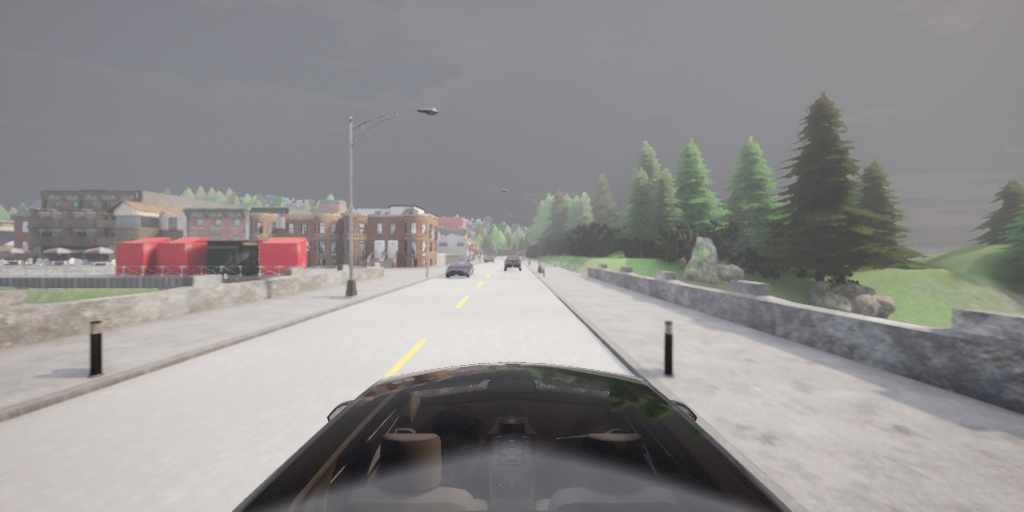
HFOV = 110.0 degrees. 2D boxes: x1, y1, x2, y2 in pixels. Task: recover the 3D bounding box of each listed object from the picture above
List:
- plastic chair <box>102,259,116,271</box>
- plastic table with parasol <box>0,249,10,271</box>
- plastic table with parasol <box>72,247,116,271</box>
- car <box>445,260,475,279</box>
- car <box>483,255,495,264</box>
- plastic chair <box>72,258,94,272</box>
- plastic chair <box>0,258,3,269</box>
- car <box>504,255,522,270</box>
[{"bbox_3d":[-41.213,0.938,36.939,0.730,1.272,0.750,0,0,0],"label":"plastic chair"},{"bbox_3d":[-52.624,0.350,35.252,2.482,2.480,2.482,0,0,0],"label":"plastic table with parasol"},{"bbox_3d":[-42.413,0.333,37.039,2.482,2.480,2.482,0,0,0],"label":"plastic table with parasol"},{"bbox_3d":[-4.101,1.033,29.084,2.033,1.411,5.357,0,1,0],"label":"car"},{"bbox_3d":[-4.042,0.655,64.232,1.837,1.490,4.892,0,1,1],"label":"car"},{"bbox_3d":[-42.514,0.952,35.539,0.750,1.272,0.730,0,0,0],"label":"plastic chair"},{"bbox_3d":[-51.314,0.953,35.342,0.730,1.272,0.750,0,0,0],"label":"plastic chair"},{"bbox_3d":[0.086,0.867,41.716,1.837,1.490,4.892,0,0,0],"label":"car"}]
